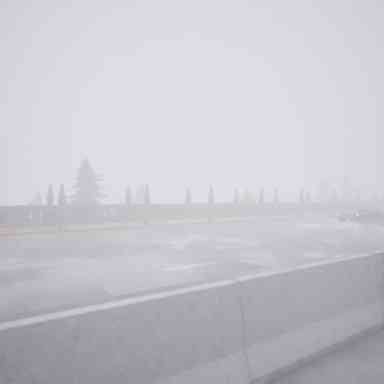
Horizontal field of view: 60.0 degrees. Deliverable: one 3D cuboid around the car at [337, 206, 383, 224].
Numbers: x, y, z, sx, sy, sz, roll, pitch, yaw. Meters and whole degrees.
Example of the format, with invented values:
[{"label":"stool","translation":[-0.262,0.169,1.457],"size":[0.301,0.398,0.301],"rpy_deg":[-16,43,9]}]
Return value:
[{"label":"car","translation":[13.658,1.814,26.617],"size":[4.718,1.301,1.895],"rpy_deg":[1,0,-36]}]
